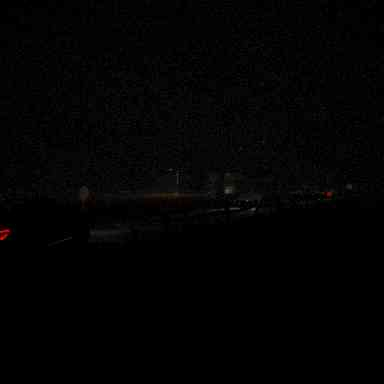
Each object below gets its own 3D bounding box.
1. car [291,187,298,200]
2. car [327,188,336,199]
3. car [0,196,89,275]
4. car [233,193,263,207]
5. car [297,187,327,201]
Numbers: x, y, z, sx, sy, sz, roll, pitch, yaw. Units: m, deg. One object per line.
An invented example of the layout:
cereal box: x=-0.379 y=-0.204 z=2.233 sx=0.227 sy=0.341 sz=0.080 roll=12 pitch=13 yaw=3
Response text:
car: x=17.286 y=0.181 z=52.243 sx=2.150 sy=2.045 sz=5.566 roll=-1 pitch=1 yaw=34
car: x=22.346 y=0.184 z=54.900 sx=2.097 sy=1.767 sz=4.553 roll=-1 pitch=1 yaw=34
car: x=-5.224 y=1.138 z=10.443 sx=2.150 sy=2.045 sz=5.566 roll=-3 pitch=2 yaw=5
car: x=6.064 y=0.831 z=35.472 sx=1.812 sy=1.442 sz=4.674 roll=-1 pitch=1 yaw=34
car: x=16.860 y=0.355 z=46.537 sx=2.097 sy=1.767 sz=4.553 roll=0 pitch=1 yaw=36
